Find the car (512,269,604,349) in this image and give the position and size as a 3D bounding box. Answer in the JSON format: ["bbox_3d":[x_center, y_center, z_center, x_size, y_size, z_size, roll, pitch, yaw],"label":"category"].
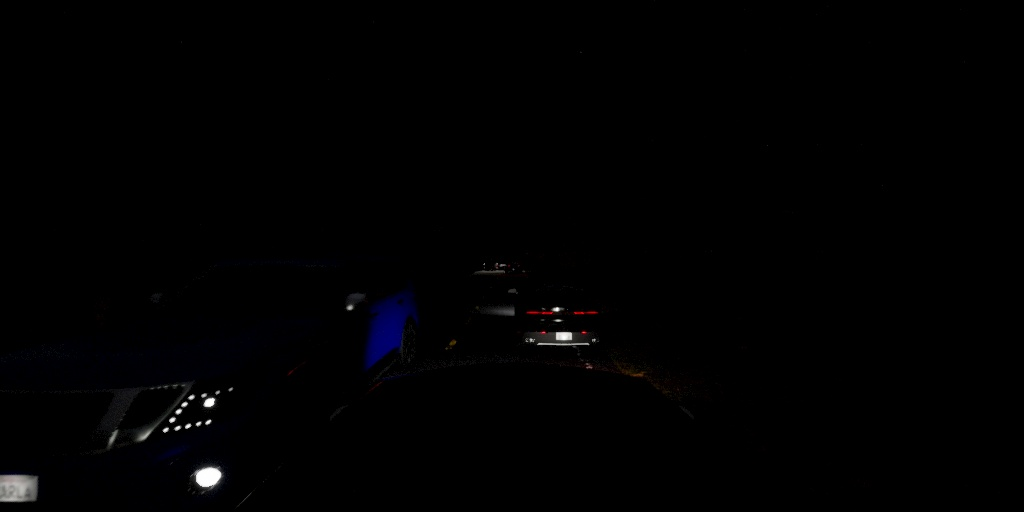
[{"bbox_3d":[0.981,1.256,9.147,1.837,1.490,4.892,0,0,0],"label":"car"}]

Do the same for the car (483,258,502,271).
[{"bbox_3d":[-2.746,1.077,48.097,2.097,1.767,4.553,0,0,0],"label":"car"}]

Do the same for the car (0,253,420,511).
[{"bbox_3d":[-2.842,0.972,4.806,2.150,2.045,5.566,0,0,0],"label":"car"}]

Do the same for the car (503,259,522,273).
[{"bbox_3d":[0.181,1.258,42.103,1.812,1.442,4.674,0,0,0],"label":"car"}]
